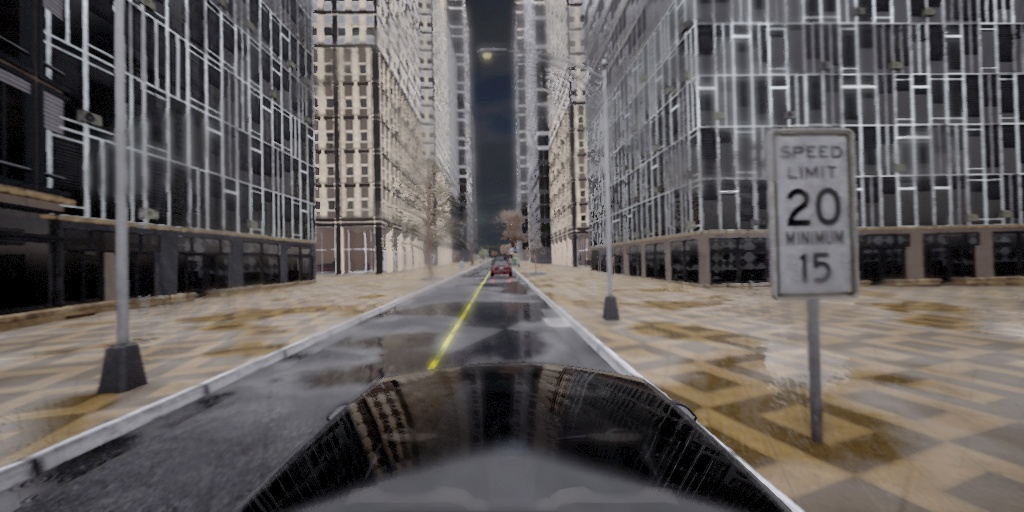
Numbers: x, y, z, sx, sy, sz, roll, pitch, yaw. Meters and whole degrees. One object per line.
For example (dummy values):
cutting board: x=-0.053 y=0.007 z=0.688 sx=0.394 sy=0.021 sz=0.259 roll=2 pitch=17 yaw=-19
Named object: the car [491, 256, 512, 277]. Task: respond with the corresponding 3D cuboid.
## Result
car: x=-1.073 y=1.139 z=36.297 sx=2.097 sy=1.767 sz=4.553 roll=-1 pitch=0 yaw=-1
